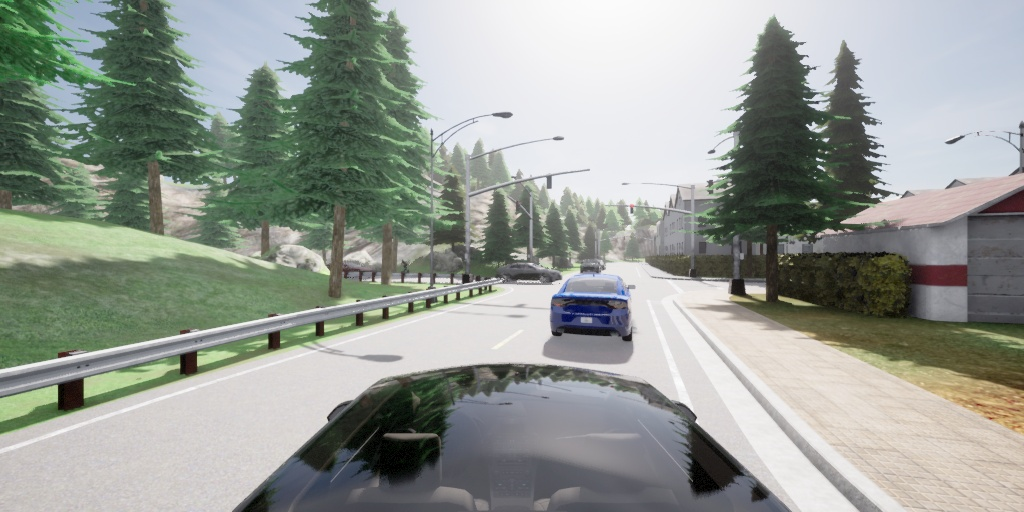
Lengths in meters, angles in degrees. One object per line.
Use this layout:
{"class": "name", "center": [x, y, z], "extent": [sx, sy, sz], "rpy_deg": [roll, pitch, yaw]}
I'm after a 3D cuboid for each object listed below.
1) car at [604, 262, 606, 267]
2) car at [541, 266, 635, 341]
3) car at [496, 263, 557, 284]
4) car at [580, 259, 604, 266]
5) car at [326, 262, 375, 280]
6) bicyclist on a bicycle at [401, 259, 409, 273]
{"class": "car", "center": [12.772, 1.297, 52.735], "extent": [2.033, 1.411, 5.357], "rpy_deg": [0, 0, 19]}
{"class": "car", "center": [2.372, 1.228, 10.062], "extent": [1.882, 1.535, 5.008], "rpy_deg": [0, 0, 18]}
{"class": "car", "center": [1.223, 1.250, 26.469], "extent": [4.902, 1.511, 2.128], "rpy_deg": [0, 0, 18]}
{"class": "car", "center": [9.438, 1.102, 42.821], "extent": [2.097, 1.767, 4.553], "rpy_deg": [0, 0, 19]}
{"class": "car", "center": [-14.434, 1.243, 31.593], "extent": [5.008, 1.535, 1.882], "rpy_deg": [0, 0, 18]}
{"class": "bicyclist on a bicycle", "center": [-11.447, 1.167, 38.035], "extent": [0.582, 1.620, 1.656], "rpy_deg": [-2, 5, 18]}
